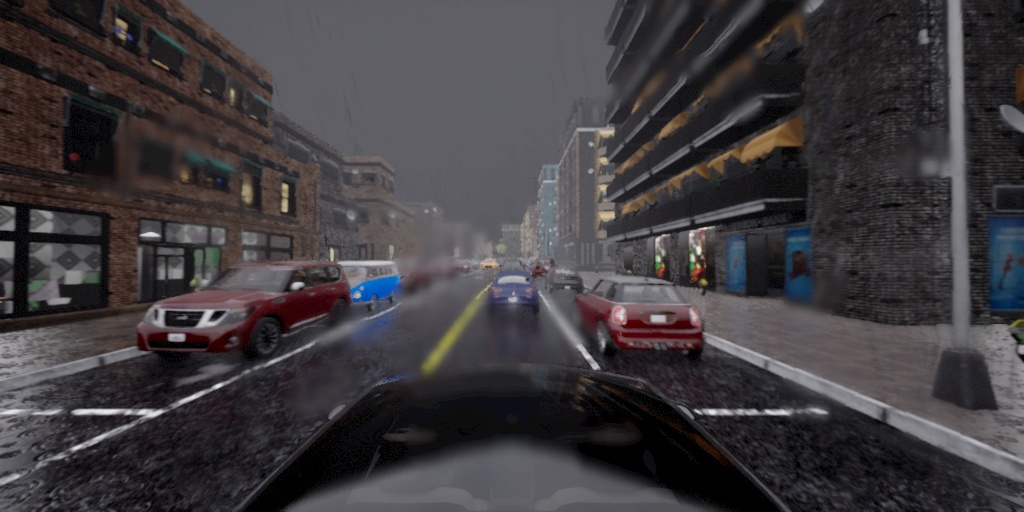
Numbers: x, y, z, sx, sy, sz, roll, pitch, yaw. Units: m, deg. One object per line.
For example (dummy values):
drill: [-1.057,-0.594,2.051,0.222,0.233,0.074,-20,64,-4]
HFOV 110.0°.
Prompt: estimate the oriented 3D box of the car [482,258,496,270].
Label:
car: [-3.066,1.163,49.546,1.882,1.535,5.008,0,0,0]

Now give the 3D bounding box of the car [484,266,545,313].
car: [0.072,1.261,13.759,1.812,1.442,4.674,0,0,0]

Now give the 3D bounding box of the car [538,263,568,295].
car: [2.696,1.278,19.390,2.007,1.370,4.403,0,0,0]

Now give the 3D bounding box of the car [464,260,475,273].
car: [-5.679,1.138,41.029,1.967,1.591,4.097,0,0,0]

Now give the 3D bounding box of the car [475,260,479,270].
car: [-5.678,1.233,51.843,2.007,1.370,4.403,0,0,0]

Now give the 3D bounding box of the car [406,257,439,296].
car: [-5.685,1.042,19.400,2.192,1.841,5.009,0,0,0]

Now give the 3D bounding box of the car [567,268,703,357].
car: [2.694,1.181,8.577,1.967,1.591,4.097,0,0,0]

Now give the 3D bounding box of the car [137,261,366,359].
car: [-5.687,1.057,8.585,2.192,1.841,5.009,0,0,0]

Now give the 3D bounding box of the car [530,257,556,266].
car: [2.699,1.027,30.205,2.192,1.841,5.009,0,0,0]

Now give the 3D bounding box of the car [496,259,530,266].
car: [0.073,1.066,28.408,2.097,1.767,4.553,0,0,0]

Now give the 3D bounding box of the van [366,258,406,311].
van: [-5.686,1.076,13.993,1.690,1.789,3.998,0,0,0]

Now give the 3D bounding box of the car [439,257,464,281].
car: [-5.682,1.028,30.214,2.192,1.841,5.009,0,0,0]
